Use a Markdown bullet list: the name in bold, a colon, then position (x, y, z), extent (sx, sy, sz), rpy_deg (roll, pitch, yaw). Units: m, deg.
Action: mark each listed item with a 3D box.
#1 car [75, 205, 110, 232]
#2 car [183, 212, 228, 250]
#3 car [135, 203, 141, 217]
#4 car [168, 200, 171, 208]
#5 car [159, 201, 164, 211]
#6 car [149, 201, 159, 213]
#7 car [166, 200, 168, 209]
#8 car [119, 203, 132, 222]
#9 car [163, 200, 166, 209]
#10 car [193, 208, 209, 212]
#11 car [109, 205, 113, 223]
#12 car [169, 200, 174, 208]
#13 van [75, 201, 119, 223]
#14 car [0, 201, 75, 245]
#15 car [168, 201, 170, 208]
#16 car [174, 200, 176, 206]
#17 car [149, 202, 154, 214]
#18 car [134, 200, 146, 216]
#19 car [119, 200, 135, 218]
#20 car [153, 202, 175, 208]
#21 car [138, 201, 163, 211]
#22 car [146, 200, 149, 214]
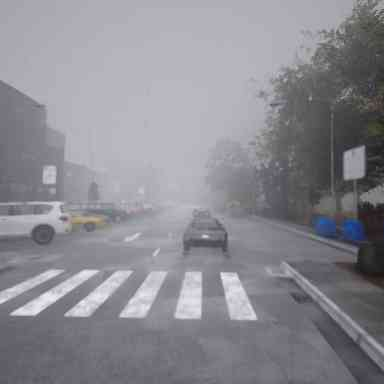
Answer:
- **car**: position (-8.557, 1.878, 22.367), extent (5.366, 1.575, 1.946), rpy_deg (0, -2, -19)
- **car**: position (0.623, 1.896, 16.004), extent (1.994, 1.385, 4.181), rpy_deg (0, -1, 2)
- **car**: position (-8.482, 2.259, 37.319), extent (4.674, 1.452, 2.002), rpy_deg (0, -2, -19)
- **car**: position (-7.812, 3.137, 73.330), extent (4.674, 1.452, 2.002), rpy_deg (0, -2, -19)
- **car**: position (-7.964, 2.640, 55.391), extent (5.366, 1.575, 1.946), rpy_deg (0, -2, -19)
- **car**: position (-8.229, 2.247, 49.344), extent (5.566, 2.045, 2.435), rpy_deg (0, -2, -19)
- **car**: position (-7.946, 2.816, 67.326), extent (4.553, 1.767, 2.185), rpy_deg (0, -2, -19)
- **car**: position (-8.579, 2.083, 31.310), extent (5.008, 1.535, 2.097), rpy_deg (0, -1, -19)
- **car**: position (-8.069, 2.465, 58.356), extent (5.566, 2.045, 2.435), rpy_deg (0, -2, -19)
- **car**: position (1.000, 2.391, 36.352), extent (1.895, 1.301, 4.718), rpy_deg (0, -1, 1)
- **car**: position (-8.692, 1.988, 25.309), extent (4.674, 1.452, 2.002), rpy_deg (0, -2, -19)
- **car**: position (-7.673, 3.334, 82.327), extent (4.892, 1.521, 2.231), rpy_deg (0, -2, -19)
- **van**: position (-8.748, 1.789, 28.273), extent (4.442, 1.987, 1.878), rpy_deg (0, -1, -19)
- **car**: position (-8.843, 1.494, 16.285), extent (5.566, 2.045, 2.435), rpy_deg (0, -1, -19)
- **car**: position (-7.833, 3.048, 70.339), extent (4.792, 1.488, 2.163), rpy_deg (0, -2, -19)
- **car**: position (-7.446, 3.409, 85.388), extent (5.366, 1.575, 1.946), rpy_deg (0, -2, -19)
- **car**: position (-8.286, 2.457, 46.338), extent (4.792, 1.488, 2.163), rpy_deg (0, -2, -19)
- **car**: position (-8.393, 2.162, 40.329), extent (4.553, 1.767, 2.185), rpy_deg (0, -1, -19)
- **car**: position (-8.568, 2.025, 34.316), extent (4.553, 1.767, 2.185), rpy_deg (0, -2, -19)
- **car**: position (-7.405, 3.488, 88.388), extent (5.366, 1.575, 1.946), rpy_deg (0, -2, -19)
- **car**: position (-8.001, 2.740, 64.326), extent (4.553, 1.767, 2.185), rpy_deg (0, -2, -19)
- **car**: position (-8.336, 2.231, 43.329), extent (4.553, 1.767, 2.185), rpy_deg (0, -1, -19)
